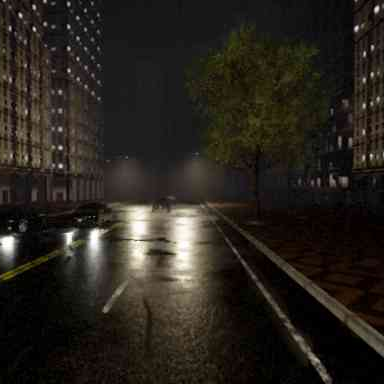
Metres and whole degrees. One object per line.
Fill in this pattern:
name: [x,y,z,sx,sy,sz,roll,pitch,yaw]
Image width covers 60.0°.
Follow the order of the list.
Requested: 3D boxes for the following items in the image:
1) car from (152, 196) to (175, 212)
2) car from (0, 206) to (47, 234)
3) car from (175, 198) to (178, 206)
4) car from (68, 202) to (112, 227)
car: [-3.196,1.366,36.229,1.837,1.490,4.892,0,-1,0]
car: [-9.867,1.497,18.694,1.994,1.385,4.181,0,0,0]
car: [-3.215,1.362,50.309,2.033,1.411,5.357,0,0,0]
car: [-6.616,1.425,22.051,1.837,1.490,4.892,0,0,0]
